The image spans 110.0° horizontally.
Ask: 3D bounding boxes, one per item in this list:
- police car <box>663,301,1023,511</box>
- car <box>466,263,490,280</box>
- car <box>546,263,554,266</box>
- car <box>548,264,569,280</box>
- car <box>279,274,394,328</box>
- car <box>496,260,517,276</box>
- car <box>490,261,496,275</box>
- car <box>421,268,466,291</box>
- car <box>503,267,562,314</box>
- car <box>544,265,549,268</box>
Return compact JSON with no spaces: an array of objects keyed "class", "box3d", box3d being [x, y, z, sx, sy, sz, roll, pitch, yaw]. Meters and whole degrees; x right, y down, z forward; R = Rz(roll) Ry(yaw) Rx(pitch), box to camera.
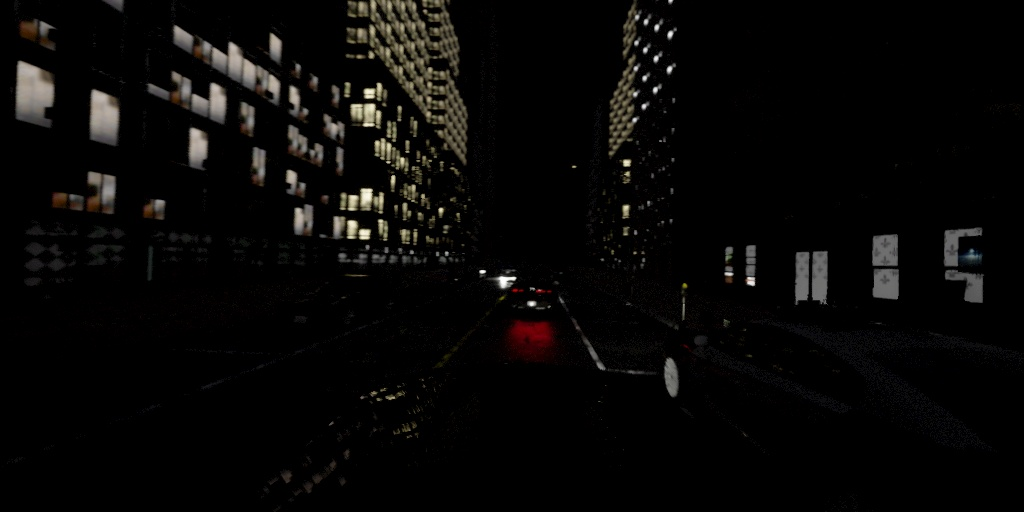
[{"class":"police car","box3d":[3.118,1.283,3.619,1.930,1.638,5.238,2,-1,4]},{"class":"car","box3d":[-3.603,1.508,33.969,2.007,1.370,4.403,0,0,4]},{"class":"car","box3d":[6.758,1.953,61.750,1.967,1.591,4.097,0,0,4]},{"class":"car","box3d":[5.153,1.823,39.041,1.948,1.339,4.313,0,0,4]},{"class":"car","box3d":[-5.208,1.260,11.258,1.948,1.339,4.313,0,0,4]},{"class":"car","box3d":[-0.292,1.627,42.625,2.128,1.511,4.902,2,-1,5]},{"class":"car","box3d":[-2.801,1.632,45.325,1.888,1.381,4.507,0,0,4]},{"class":"car","box3d":[-4.405,1.409,22.612,1.802,1.307,4.207,0,0,4]},{"class":"car","box3d":[0.859,1.407,14.711,1.837,1.490,4.892,2,0,4]},{"class":"car","box3d":[2.047,1.698,31.562,1.895,1.301,4.718,2,-1,4]}]
